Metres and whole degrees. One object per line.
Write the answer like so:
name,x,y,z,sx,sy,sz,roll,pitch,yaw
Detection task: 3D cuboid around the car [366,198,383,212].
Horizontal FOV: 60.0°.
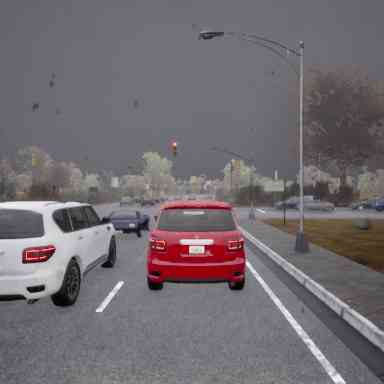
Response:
car,23.084,1.212,37.050,5.566,2.045,2.150,0,0,3

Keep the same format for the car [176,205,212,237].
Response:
car,0.086,1.526,18.888,1.812,1.442,4.674,0,0,0

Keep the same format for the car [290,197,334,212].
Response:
car,13.748,1.564,37.553,4.181,1.385,1.994,0,0,3

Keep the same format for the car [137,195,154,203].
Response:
car,-7.119,1.547,54.419,2.033,1.411,5.357,0,0,0

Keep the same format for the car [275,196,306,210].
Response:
car,12.600,1.352,41.122,4.553,1.767,2.097,0,0,3

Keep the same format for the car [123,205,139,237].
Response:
car,-3.413,1.601,17.901,1.895,1.301,4.718,0,0,0

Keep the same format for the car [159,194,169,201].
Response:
car,-7.063,1.355,84.192,2.097,1.767,4.553,0,0,0

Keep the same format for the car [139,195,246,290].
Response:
car,0.091,1.221,9.194,2.150,2.045,5.566,0,0,0

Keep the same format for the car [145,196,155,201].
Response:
car,-10.563,1.595,84.557,1.895,1.301,4.718,0,0,0

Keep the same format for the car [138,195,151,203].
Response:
car,-10.557,1.525,74.511,2.128,1.511,4.902,0,0,0

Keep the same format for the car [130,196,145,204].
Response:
car,-10.589,1.547,64.654,2.033,1.411,5.357,0,0,1

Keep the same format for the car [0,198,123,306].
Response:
car,-3.406,1.221,8.133,2.150,2.045,5.566,0,0,0

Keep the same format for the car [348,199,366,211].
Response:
car,21.730,1.499,40.630,4.892,1.490,1.837,0,0,3

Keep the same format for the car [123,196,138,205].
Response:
car,-10.628,1.506,54.767,1.837,1.490,4.892,0,0,0
